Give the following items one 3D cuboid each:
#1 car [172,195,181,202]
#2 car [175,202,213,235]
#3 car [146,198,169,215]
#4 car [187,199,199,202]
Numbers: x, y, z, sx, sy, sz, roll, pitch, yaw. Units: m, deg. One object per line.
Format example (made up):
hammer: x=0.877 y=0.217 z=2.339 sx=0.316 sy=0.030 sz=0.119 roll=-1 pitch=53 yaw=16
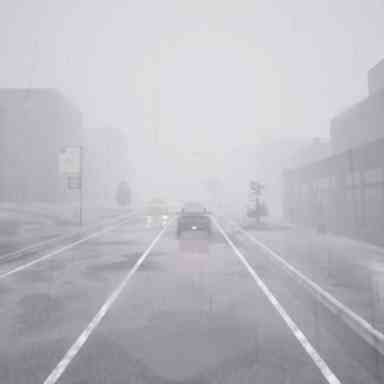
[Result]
car: x=-3.472 y=1.412 z=76.286 sx=2.128 sy=1.511 sz=4.902 roll=0 pitch=1 yaw=0
car: x=0.116 y=1.539 z=19.041 sx=1.837 sy=1.490 sz=4.892 roll=0 pitch=0 yaw=0
car: x=-3.550 y=1.440 z=34.828 sx=2.097 sy=1.767 sz=4.553 roll=0 pitch=0 yaw=0
car: x=0.133 y=1.601 z=37.113 sx=1.837 sy=1.490 sz=4.892 roll=0 pitch=0 yaw=0
